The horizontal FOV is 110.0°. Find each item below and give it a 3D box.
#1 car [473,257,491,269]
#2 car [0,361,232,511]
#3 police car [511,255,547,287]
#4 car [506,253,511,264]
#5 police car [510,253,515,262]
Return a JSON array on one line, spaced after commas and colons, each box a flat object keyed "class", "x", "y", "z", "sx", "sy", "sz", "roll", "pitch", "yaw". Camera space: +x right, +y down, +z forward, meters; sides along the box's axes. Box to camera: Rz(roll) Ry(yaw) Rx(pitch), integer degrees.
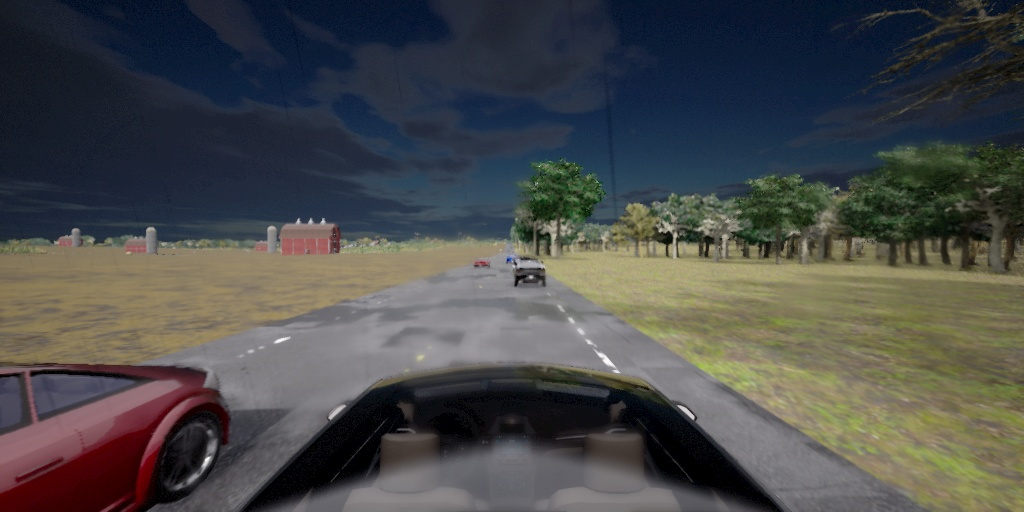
[{"class": "car", "x": -3.592, "y": 0.818, "z": 43.340, "sx": 1.895, "sy": 1.301, "sz": 4.718, "roll": 0, "pitch": 1, "yaw": 0}, {"class": "car", "x": -3.594, "y": 1.315, "z": 1.578, "sx": 1.994, "sy": 1.385, "sz": 4.181, "roll": 0, "pitch": 1, "yaw": 0}, {"class": "police car", "x": 1.039, "y": 0.922, "z": 22.178, "sx": 1.930, "sy": 1.638, "sz": 5.238, "roll": 0, "pitch": 1, "yaw": 0}, {"class": "car", "x": -0.005, "y": 0.462, "z": 59.330, "sx": 1.882, "sy": 1.535, "sz": 5.008, "roll": 0, "pitch": 1, "yaw": 0}, {"class": "police car", "x": 1.033, "y": 0.793, "z": 32.178, "sx": 1.930, "sy": 1.638, "sz": 5.238, "roll": 0, "pitch": 1, "yaw": 0}]
